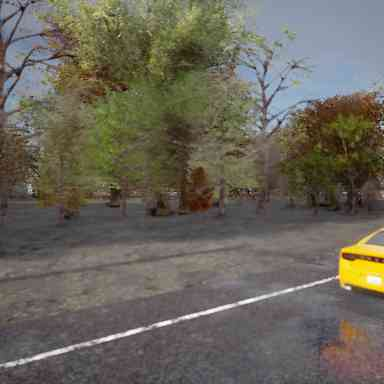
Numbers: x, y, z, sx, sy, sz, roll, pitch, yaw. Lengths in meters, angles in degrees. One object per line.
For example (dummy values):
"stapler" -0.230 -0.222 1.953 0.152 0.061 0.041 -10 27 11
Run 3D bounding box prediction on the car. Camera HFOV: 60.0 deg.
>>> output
"car" 5.388 1.480 7.588 5.008 1.535 1.882 0 0 -35
